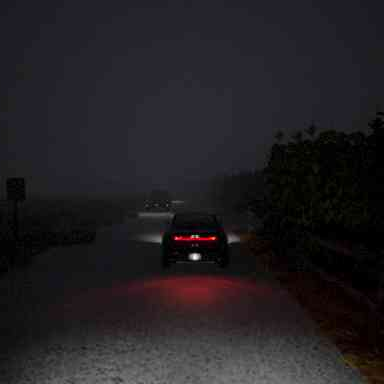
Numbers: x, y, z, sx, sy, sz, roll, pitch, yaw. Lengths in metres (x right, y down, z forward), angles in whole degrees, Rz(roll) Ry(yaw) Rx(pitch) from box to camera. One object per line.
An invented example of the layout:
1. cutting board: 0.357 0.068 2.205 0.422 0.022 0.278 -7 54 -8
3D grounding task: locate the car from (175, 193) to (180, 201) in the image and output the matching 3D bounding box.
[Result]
1. car: -3.101 0.786 56.721 1.994 1.385 4.181 0 1 1

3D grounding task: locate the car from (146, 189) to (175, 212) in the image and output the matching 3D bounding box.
1. car: -3.181 0.774 32.661 2.150 2.045 5.566 0 1 0

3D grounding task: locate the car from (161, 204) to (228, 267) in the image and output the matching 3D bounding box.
1. car: 0.086 1.354 10.775 1.837 1.490 4.892 0 0 0
